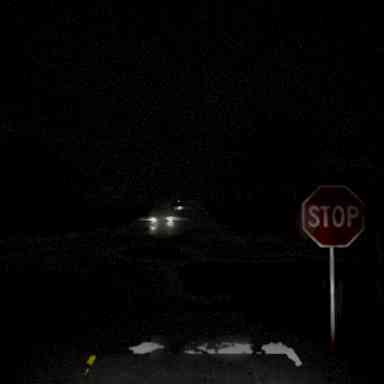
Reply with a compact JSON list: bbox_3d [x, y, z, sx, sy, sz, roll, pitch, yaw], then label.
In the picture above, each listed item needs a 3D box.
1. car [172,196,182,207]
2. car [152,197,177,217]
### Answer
[{"bbox_3d":[-2.770,1.486,53.219,2.097,1.767,4.553,0,0,0],"label":"car"},{"bbox_3d":[-2.813,1.532,32.780,1.882,1.535,5.008,0,0,0],"label":"car"}]
